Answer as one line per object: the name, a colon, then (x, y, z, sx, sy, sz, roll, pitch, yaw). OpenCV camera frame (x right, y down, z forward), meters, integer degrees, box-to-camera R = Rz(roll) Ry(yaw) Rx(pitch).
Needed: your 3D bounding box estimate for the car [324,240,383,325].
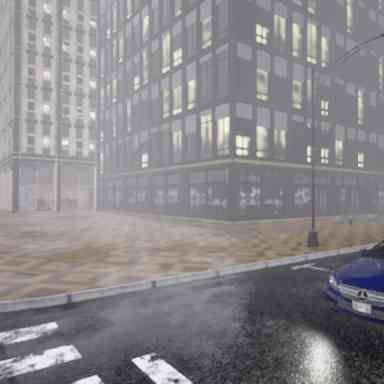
car: (4.598, 1.592, 6.644, 4.674, 1.442, 1.812, 1, -1, -35)
